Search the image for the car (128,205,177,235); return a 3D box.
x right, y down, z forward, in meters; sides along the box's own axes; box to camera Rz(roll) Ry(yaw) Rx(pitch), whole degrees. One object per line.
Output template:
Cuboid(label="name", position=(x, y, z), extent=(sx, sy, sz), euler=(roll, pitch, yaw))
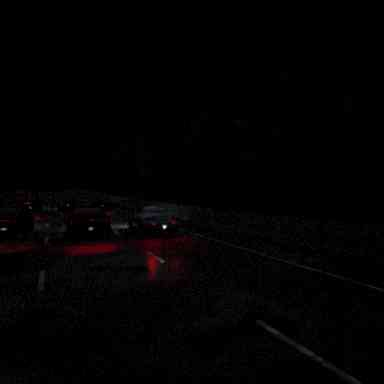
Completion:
Cuboid(label="car", position=(-2.265, 1.451, 18.422), extent=(1.812, 1.442, 4.674), euler=(-1, 1, -23))

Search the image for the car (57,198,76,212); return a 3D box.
Cuboid(label="car", position=(-13.597, 1.335, 36.229), extent=(1.994, 1.385, 4.181), euler=(-1, 1, -23))

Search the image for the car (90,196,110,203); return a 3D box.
Cuboid(label="car", position=(-10.519, 1.217, 37.933), extent=(2.128, 1.511, 4.902), euler=(-1, 1, -23))

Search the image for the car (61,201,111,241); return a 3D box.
Cuboid(label="car", position=(-5.422, 1.444, 16.899), extent=(1.882, 1.535, 5.008), euler=(-1, 1, -23))

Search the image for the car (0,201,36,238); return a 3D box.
Cuboid(label="car", position=(-9.294, 1.477, 17.070), extent=(1.882, 1.535, 5.008), euler=(-1, 1, -23))

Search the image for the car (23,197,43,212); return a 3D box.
Cuboid(label="car", position=(-16.871, 1.301, 34.983), extent=(2.128, 1.511, 4.902), euler=(-1, 1, -23))
